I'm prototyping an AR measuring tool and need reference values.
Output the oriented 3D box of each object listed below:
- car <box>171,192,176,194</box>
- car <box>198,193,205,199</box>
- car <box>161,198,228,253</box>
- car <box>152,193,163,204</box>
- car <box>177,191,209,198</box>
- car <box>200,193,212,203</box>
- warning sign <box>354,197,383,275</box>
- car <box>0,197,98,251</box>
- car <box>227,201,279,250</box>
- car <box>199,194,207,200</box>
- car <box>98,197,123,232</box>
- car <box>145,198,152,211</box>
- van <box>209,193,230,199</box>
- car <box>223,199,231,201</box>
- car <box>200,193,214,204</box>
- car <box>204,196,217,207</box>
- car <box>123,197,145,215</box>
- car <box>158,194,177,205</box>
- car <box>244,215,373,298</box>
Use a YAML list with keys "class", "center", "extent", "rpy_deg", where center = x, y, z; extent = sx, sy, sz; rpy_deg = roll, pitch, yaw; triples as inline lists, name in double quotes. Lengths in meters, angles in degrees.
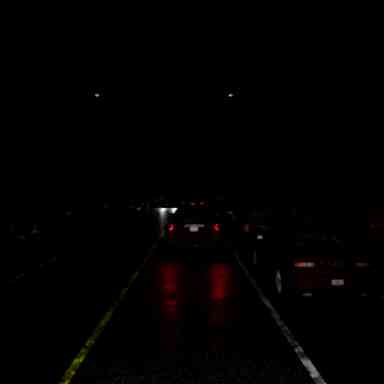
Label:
- class: "car"
  center: [-5.870, 1.272, 87.281]
  extent: [1.802, 1.307, 4.206]
  rpy_deg: [0, 0, 0]
- class: "car"
  center: [2.655, 1.106, 92.897]
  extent: [1.967, 1.590, 4.097]
  rpy_deg: [0, 0, 0]
- class: "car"
  center: [0.078, 1.286, 13.515]
  extent: [2.097, 1.767, 4.553]
  rpy_deg: [0, 0, 0]
- class: "car"
  center: [-5.874, 1.324, 53.236]
  extent: [1.752, 1.417, 4.829]
  rpy_deg: [0, 0, 1]
- class: "car"
  center: [0.081, 1.087, 29.313]
  extent: [2.150, 2.045, 5.566]
  rpy_deg: [0, 0, 0]
- class: "car"
  center: [2.657, 1.086, 64.699]
  extent: [2.192, 1.841, 5.009]
  rpy_deg: [0, 0, 0]
- class: "warning sign"
  center: [5.066, 1.074, 8.523]
  extent: [1.300, 1.860, 1.060]
  rpy_deg: [0, 0, 0]
- class: "car"
  center: [-5.861, 1.248, 13.963]
  extent: [2.192, 1.841, 5.009]
  rpy_deg: [0, 0, 0]
- class: "car"
  center: [2.665, 1.373, 13.950]
  extent: [1.967, 1.590, 4.097]
  rpy_deg: [0, 0, 0]
- class: "car"
  center: [2.656, 1.264, 81.619]
  extent: [2.008, 1.369, 4.403]
  rpy_deg: [0, 0, 0]
- class: "car"
  center: [-5.861, 1.222, 19.601]
  extent: [2.192, 1.841, 5.009]
  rpy_deg: [0, 0, 0]
- class: "car"
  center: [-5.864, 1.282, 36.520]
  extent: [1.967, 1.590, 4.097]
  rpy_deg: [0, 0, 0]
- class: "van"
  center: [2.661, 1.202, 30.867]
  extent: [1.690, 1.788, 3.998]
  rpy_deg: [0, 0, 0]
- class: "car"
  center: [2.663, 1.448, 25.229]
  extent: [1.947, 1.339, 4.313]
  rpy_deg: [0, 0, 0]
- class: "car"
  center: [2.658, 1.101, 59.059]
  extent: [2.192, 1.841, 5.009]
  rpy_deg: [0, 0, 0]
- class: "car"
  center: [2.660, 1.337, 47.992]
  extent: [1.752, 1.417, 4.829]
  rpy_deg: [0, 0, 1]
- class: "car"
  center: [-5.864, 1.301, 30.882]
  extent: [1.967, 1.590, 4.097]
  rpy_deg: [0, 0, 0]
- class: "car"
  center: [-3.096, 1.324, 44.904]
  extent: [1.837, 1.490, 4.892]
  rpy_deg: [0, 0, 0]
- class: "car"
  center: [2.666, 1.505, 8.312]
  extent: [1.887, 1.381, 4.507]
  rpy_deg: [0, 0, 0]
